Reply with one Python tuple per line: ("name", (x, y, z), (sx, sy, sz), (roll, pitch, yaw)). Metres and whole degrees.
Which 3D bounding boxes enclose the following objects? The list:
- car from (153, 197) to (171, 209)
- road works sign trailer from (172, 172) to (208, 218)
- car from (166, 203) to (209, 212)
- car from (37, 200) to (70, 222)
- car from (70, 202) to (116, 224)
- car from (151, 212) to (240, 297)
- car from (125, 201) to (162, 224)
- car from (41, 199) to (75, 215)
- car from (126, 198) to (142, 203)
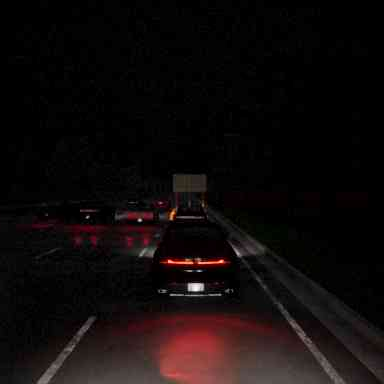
("car", (-3.696, 1.352, 40.885), (2.097, 1.767, 4.553), (0, 0, 0))
("road works sign trailer", (-0.167, 0.464, 22.800), (2.380, 3.560, 2.880), (0, 0, -3))
("car", (-0.043, 1.488, 18.930), (2.128, 1.511, 4.902), (0, 0, 1))
("car", (-10.581, 1.477, 26.654), (1.882, 1.535, 5.008), (0, 0, 0))
("car", (-7.068, 1.491, 24.944), (2.128, 1.511, 4.902), (0, 0, 0))
("car", (0.055, 1.505, 8.544), (1.837, 1.490, 4.892), (0, 0, 0))
("car", (-3.567, 1.600, 24.752), (1.895, 1.301, 4.718), (0, 0, 0))
("car", (-14.152, 1.525, 35.380), (1.812, 1.442, 4.674), (0, 0, 0))
("car", (-7.206, 1.490, 42.248), (2.128, 1.511, 4.902), (0, 0, 0))
